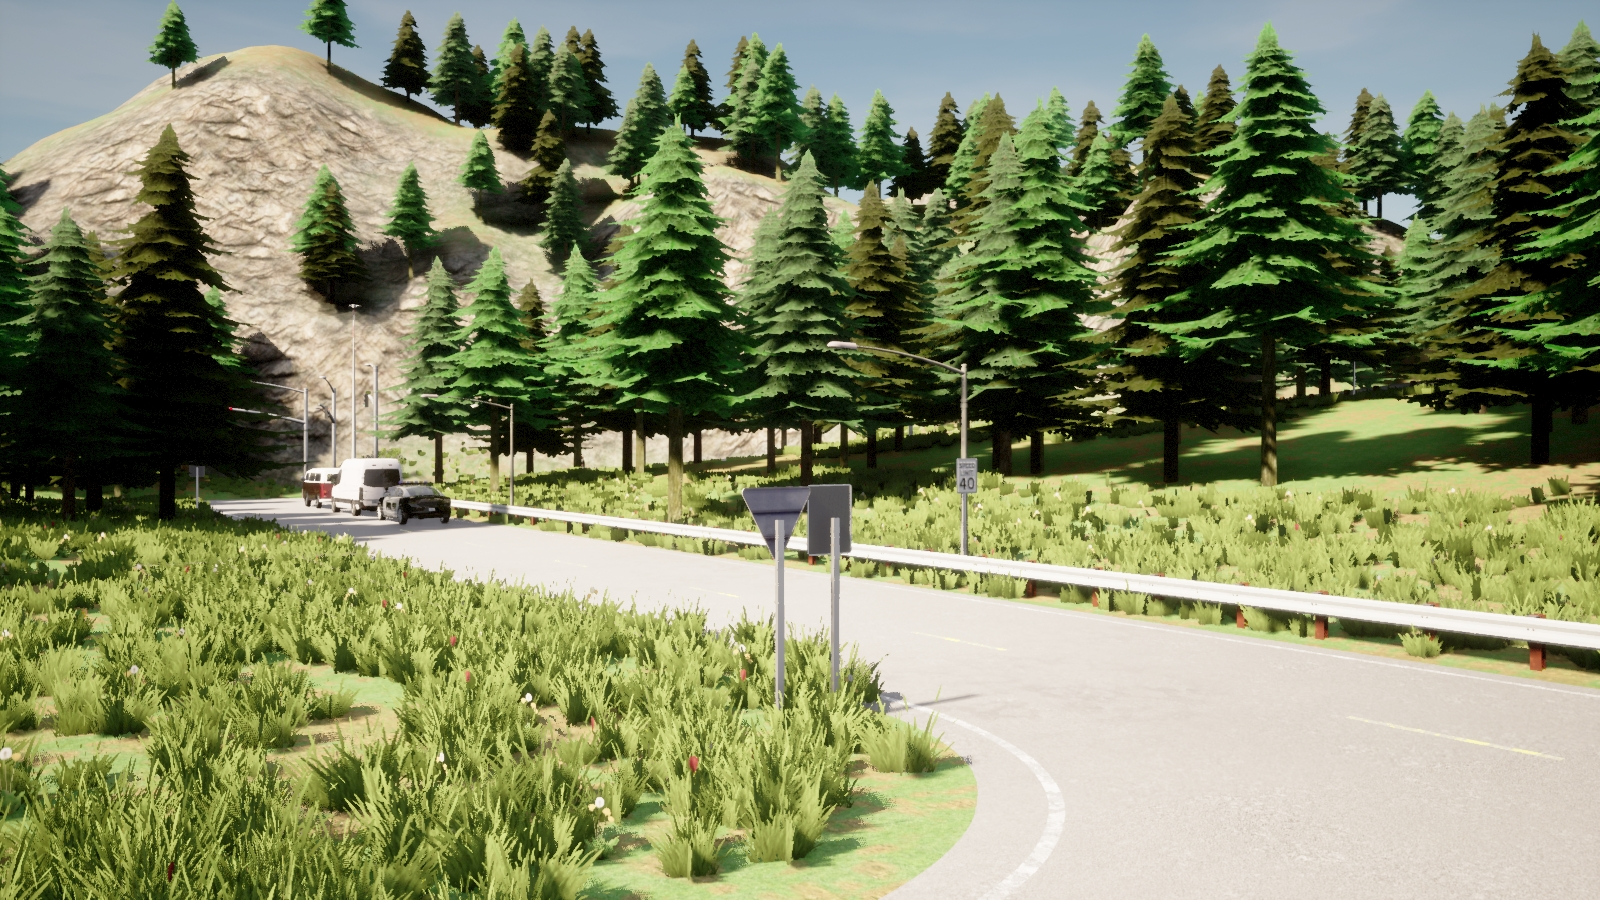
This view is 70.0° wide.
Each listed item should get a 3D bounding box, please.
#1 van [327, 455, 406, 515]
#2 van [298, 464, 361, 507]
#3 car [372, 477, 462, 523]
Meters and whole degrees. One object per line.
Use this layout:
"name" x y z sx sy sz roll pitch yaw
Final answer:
"van" -20.079 1.534 52.765 1.988 2.561 5.915 0 0 -35
"van" -24.143 1.782 58.581 2.069 2.038 4.480 0 0 -35
"car" -15.723 1.982 46.760 2.097 1.638 5.238 0 0 -35
